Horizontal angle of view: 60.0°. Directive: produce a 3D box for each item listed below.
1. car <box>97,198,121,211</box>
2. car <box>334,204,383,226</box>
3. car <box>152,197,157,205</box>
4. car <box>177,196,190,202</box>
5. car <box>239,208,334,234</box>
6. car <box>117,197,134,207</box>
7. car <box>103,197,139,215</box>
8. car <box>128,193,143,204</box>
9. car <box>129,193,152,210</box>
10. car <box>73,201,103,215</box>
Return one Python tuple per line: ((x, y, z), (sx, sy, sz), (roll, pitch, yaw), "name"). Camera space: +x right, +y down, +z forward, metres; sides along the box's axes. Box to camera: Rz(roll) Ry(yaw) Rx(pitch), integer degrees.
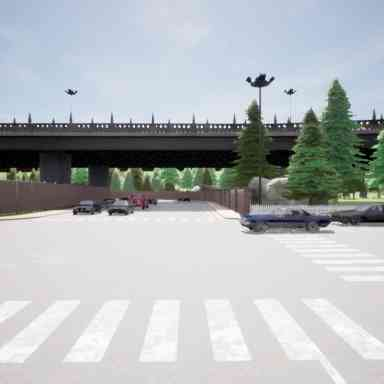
((-10.544, 1.525, 42.585), (1.812, 1.442, 4.674), (0, 0, 0), "car")
((12.235, 1.492, 22.219), (5.357, 1.411, 2.033), (0, 0, 2), "car")
((-7.030, 1.563, 56.570), (1.994, 1.385, 4.181), (0, 0, 0), "car")
((-1.908, 1.552, 75.231), (1.994, 1.385, 4.181), (0, 0, -19), "car")
((5.069, 1.556, 18.590), (4.718, 1.301, 1.895), (0, 0, -6), "car")
((-10.540, 1.525, 52.765), (1.812, 1.442, 4.674), (0, 0, 0), "car")
((-7.043, 1.547, 33.593), (2.033, 1.411, 5.357), (0, 0, 0), "car")
((-10.690, 1.221, 63.473), (2.150, 2.045, 5.566), (0, 0, -3), "car")
((-7.045, 1.221, 43.767), (2.150, 2.045, 5.566), (0, 0, 0), "car")
((-10.569, 1.564, 33.870), (1.994, 1.385, 4.181), (0, 0, 0), "car")
